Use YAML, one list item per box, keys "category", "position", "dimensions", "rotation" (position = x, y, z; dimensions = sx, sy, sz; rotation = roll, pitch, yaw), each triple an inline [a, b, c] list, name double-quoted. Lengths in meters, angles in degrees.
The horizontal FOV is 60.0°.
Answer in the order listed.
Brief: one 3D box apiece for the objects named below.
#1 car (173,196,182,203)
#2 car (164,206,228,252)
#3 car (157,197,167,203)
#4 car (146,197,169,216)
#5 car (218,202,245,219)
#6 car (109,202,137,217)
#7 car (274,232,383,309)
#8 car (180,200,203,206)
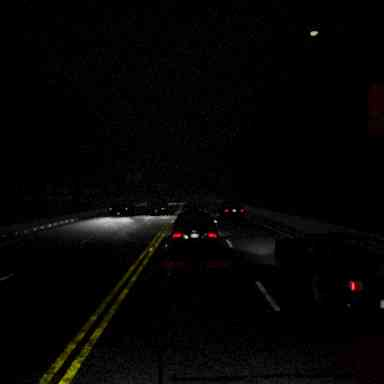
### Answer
- category: "car"
  position: [-3.239, 1.642, 74.316]
  dimensions: [1.837, 1.490, 4.892]
  rotation: [0, 0, 0]
- category: "car"
  position: [0.097, 1.539, 13.821]
  dimensions: [2.033, 1.411, 5.357]
  rotation: [0, 0, 0]
- category: "car"
  position: [-6.489, 1.743, 72.480]
  dimensions: [1.895, 1.301, 4.718]
  rotation: [0, 0, 0]
- category: "car"
  position: [-3.343, 1.526, 33.203]
  dimensions: [1.837, 1.490, 4.892]
  rotation: [0, 0, 0]
- category: "car"
  position: [3.350, 1.558, 28.887]
  dimensions: [2.033, 1.411, 5.357]
  rotation: [0, 0, 0]
- category: "car"
  position: [-6.594, 1.619, 32.014]
  dimensions: [1.895, 1.301, 4.718]
  rotation: [0, 0, 0]
- category: "car"
  position: [3.326, 1.595, 7.808]
  dimensions: [1.895, 1.301, 4.718]
  rotation: [0, 0, 0]
- category: "car"
  position: [0.102, 1.619, 32.153]
  dimensions: [1.895, 1.301, 4.718]
  rotation: [0, 0, 0]
